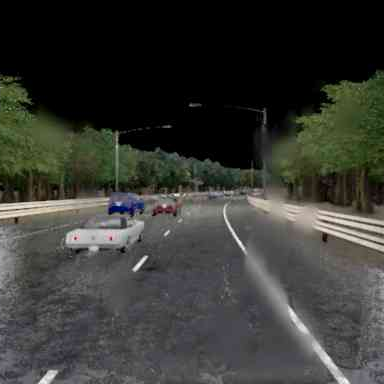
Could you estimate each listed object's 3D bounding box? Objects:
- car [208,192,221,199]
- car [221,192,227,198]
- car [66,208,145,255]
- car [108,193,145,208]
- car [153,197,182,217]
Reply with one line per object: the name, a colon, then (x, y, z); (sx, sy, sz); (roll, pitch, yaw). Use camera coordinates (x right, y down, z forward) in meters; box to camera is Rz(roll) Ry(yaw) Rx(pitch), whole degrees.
car: (5.331, 0.875, 82.901); (2.097, 1.767, 4.553); (0, 0, 12)
car: (7.735, 0.929, 93.521); (2.128, 1.511, 4.902); (0, 1, 14)
car: (-3.121, 1.542, 13.068); (1.895, 1.301, 4.718); (0, 0, 2)
car: (-5.720, 1.097, 29.465); (2.150, 2.045, 5.566); (0, 0, 4)
car: (-2.149, 1.230, 30.037); (2.097, 1.767, 4.553); (0, 0, 4)
